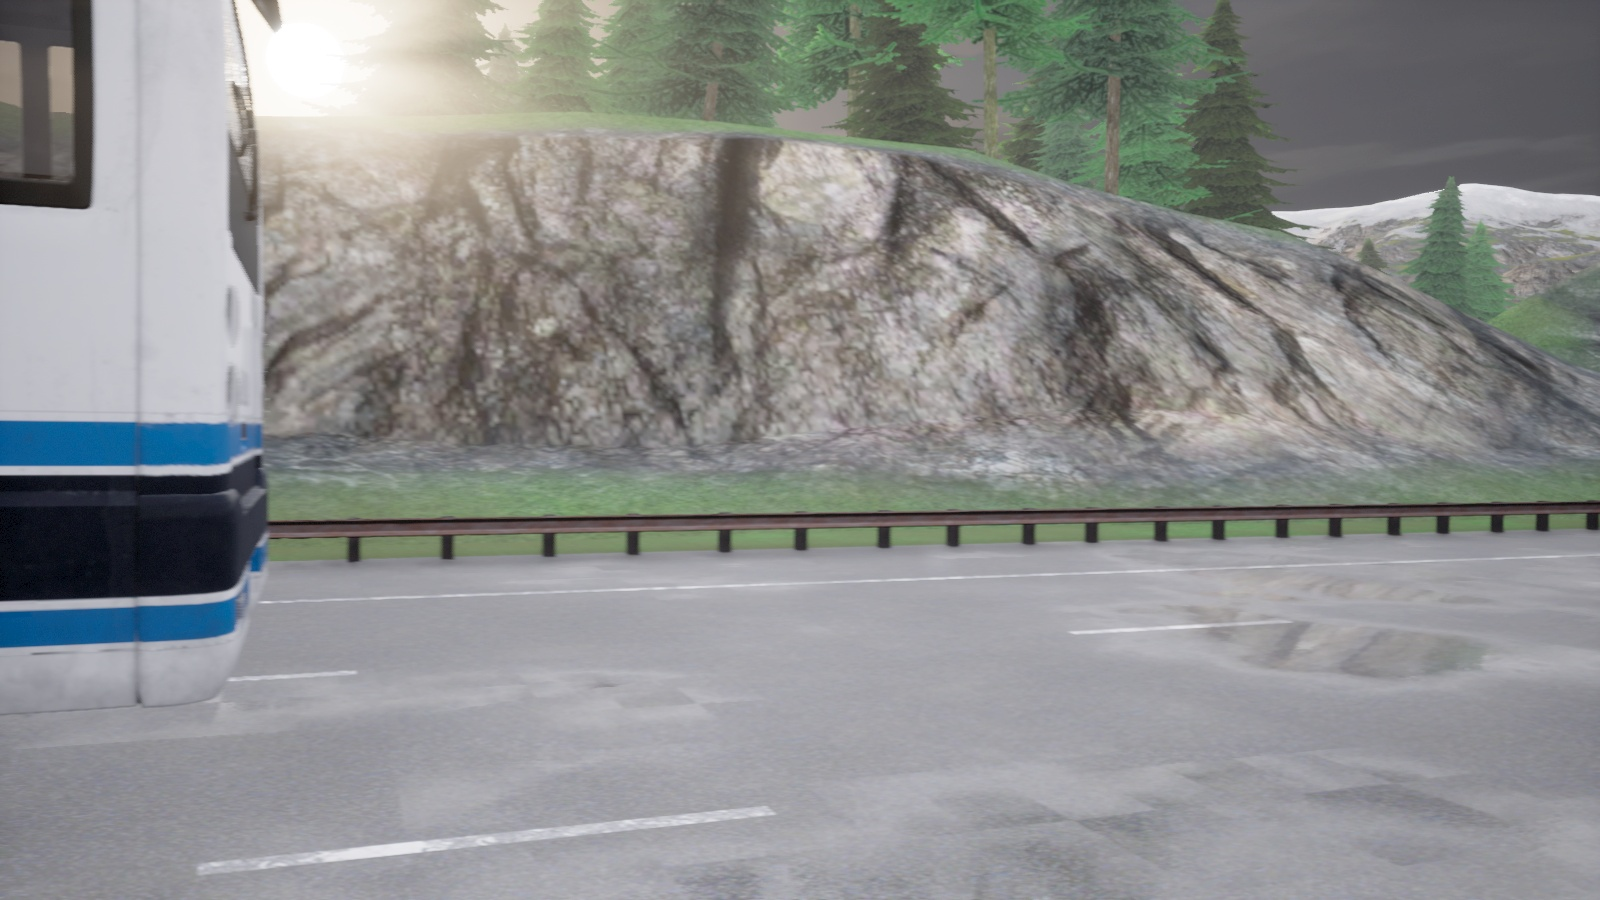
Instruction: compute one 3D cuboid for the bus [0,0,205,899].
[{"bbox_3d":[-7.778,-0.560,4.013,10.273,4.253,3.944,-1,1,-21],"label":"bus"}]
